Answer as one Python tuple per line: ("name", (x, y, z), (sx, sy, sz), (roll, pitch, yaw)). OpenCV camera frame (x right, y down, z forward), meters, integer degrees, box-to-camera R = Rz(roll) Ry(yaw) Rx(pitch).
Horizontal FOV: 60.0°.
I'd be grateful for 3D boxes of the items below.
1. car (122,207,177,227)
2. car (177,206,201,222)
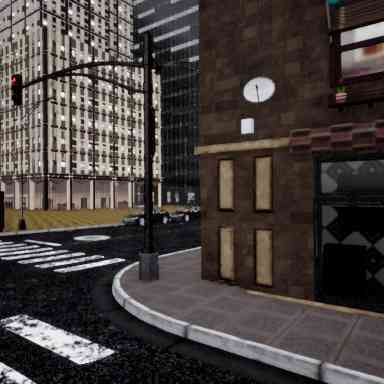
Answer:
("car", (-3.524, 1.893, 25.943), (2.008, 1.369, 4.403), (-2, -2, 35))
("car", (-0.317, 1.974, 30.496), (2.008, 1.369, 4.403), (-2, -2, 35))
